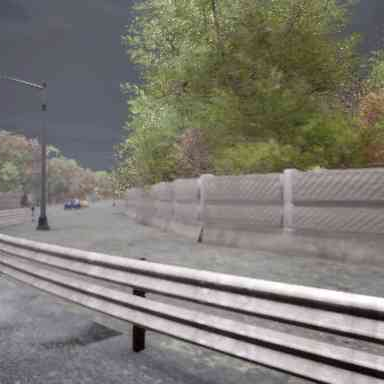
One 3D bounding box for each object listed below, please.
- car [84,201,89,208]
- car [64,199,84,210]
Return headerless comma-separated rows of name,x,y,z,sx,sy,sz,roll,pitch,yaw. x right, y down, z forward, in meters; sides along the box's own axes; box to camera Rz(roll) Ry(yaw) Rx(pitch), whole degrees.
car,-23.590,2.674,72.019,1.882,1.535,5.008,0,-1,-8
car,-22.054,2.284,61.424,2.150,2.045,5.566,0,-1,-8
